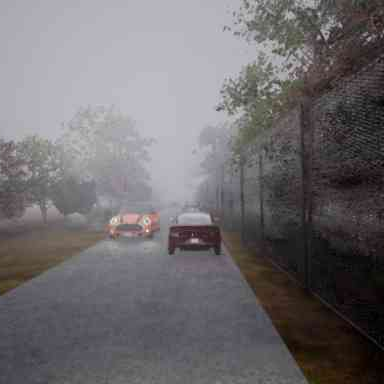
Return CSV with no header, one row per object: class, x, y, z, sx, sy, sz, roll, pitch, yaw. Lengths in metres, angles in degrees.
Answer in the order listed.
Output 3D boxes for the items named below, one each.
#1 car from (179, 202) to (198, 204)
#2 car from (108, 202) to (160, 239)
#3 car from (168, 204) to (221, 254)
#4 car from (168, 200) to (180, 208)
car,0.019,1.654,33.963,1.994,1.385,4.181,0,-1,0
car,-2.872,1.356,17.354,2.097,1.767,4.553,0,0,0
car,0.085,1.478,13.600,1.882,1.535,5.008,0,0,0
car,-3.035,2.023,58.045,1.994,1.385,4.181,0,-1,0
